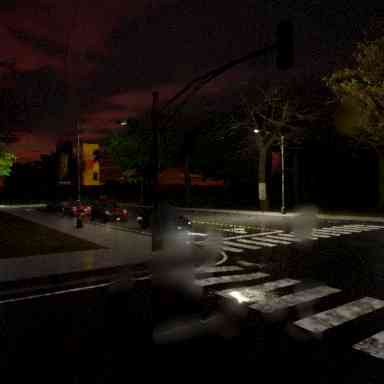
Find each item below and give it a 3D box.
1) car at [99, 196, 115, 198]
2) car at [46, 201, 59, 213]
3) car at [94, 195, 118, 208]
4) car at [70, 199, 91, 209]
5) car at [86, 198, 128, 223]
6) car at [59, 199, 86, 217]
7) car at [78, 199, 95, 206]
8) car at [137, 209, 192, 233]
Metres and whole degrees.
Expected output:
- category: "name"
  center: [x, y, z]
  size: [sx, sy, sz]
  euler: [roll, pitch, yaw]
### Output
- category: "car"
  center: [-13.810, 1.781, 50.379]
  size: [2.097, 1.767, 4.553]
  euler: [-1, 0, -35]
- category: "car"
  center: [-18.865, 2.034, 46.126]
  size: [1.882, 1.535, 5.008]
  euler: [-1, 0, -35]
- category: "car"
  center: [-15.055, 1.651, 57.922]
  size: [2.150, 2.045, 5.566]
  euler: [-1, 0, -35]
- category: "car"
  center: [-19.674, 2.077, 58.688]
  size: [2.033, 1.411, 5.357]
  euler: [-1, 0, -35]
- category: "car"
  center: [-7.493, 1.716, 29.806]
  size: [2.097, 1.767, 4.553]
  euler: [-1, 0, -35]
- category: "car"
  center: [-13.105, 1.811, 37.824]
  size: [2.097, 1.767, 4.553]
  euler: [-1, 0, -35]
- category: "car"
  center: [-21.175, 2.098, 66.666]
  size: [1.994, 1.385, 4.181]
  euler: [-1, 0, -35]
- category: "car"
  center: [-1.993, 1.819, 22.056]
  size: [2.033, 1.411, 5.357]
  euler: [-1, 0, -29]
